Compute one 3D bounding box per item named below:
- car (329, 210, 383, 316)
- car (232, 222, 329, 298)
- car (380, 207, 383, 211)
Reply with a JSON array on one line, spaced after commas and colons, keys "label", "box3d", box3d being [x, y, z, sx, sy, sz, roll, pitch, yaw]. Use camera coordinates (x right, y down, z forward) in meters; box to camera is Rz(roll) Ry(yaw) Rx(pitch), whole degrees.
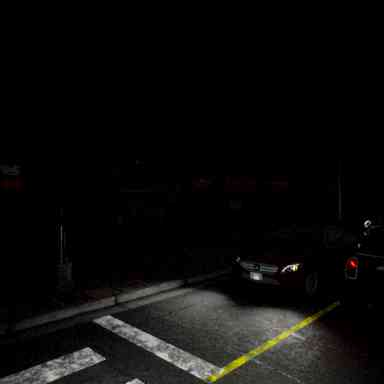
[{"label": "car", "box3d": [4.772, 1.379, 6.673, 2.097, 1.767, 4.553, -1, -1, 45]}, {"label": "car", "box3d": [2.976, 1.572, 8.910, 1.812, 1.442, 4.674, 0, -1, 43]}, {"label": "car", "box3d": [9.803, 1.433, 15.797, 2.097, 1.767, 4.553, -1, -1, 45]}]
